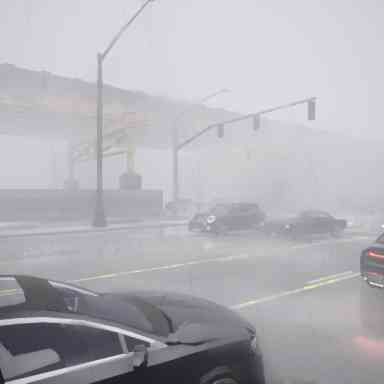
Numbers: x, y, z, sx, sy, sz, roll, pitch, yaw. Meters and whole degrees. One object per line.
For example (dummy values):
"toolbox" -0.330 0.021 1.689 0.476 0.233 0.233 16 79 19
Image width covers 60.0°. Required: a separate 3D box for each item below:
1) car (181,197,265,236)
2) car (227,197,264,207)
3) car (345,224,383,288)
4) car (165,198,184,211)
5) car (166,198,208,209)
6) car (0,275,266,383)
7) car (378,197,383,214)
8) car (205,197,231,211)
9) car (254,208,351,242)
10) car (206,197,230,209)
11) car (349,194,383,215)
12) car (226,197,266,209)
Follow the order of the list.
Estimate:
"car" 2.014 1.352 18.335 4.553 1.767 2.097 0 0 -36
"car" 7.133 1.295 44.457 4.536 1.218 1.853 0 0 -7
"car" 5.937 1.505 7.970 4.892 1.490 1.837 0 0 -35
"car" -0.490 1.453 38.042 4.974 1.542 2.038 0 0 8
"car" -0.542 1.295 38.049 4.536 1.218 1.853 0 0 8
"car" -1.495 1.491 2.688 4.902 1.511 2.128 0 0 -35
"car" 19.424 1.477 30.740 5.008 1.535 1.882 0 0 -41
"car" 3.263 1.453 40.715 2.038 1.542 4.974 0 0 18
"car" 5.531 1.602 16.398 4.718 1.301 1.895 0 0 -35
"car" 3.279 1.295 40.765 1.853 1.218 4.536 0 0 18
"car" 18.437 1.222 34.520 5.566 2.045 2.150 0 0 -40
"car" 7.185 1.452 44.463 4.974 1.542 2.038 0 0 -7
